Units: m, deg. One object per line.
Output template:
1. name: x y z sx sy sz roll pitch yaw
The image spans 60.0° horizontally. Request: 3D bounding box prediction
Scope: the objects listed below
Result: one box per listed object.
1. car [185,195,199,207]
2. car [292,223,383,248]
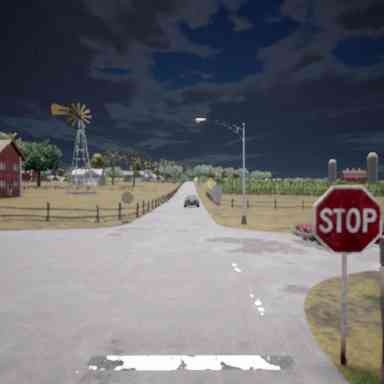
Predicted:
1. car: -0.033 1.231 49.251 2.097 1.767 4.553 0 1 0
2. car: 7.219 1.791 15.589 4.718 1.301 1.895 1 1 -7
